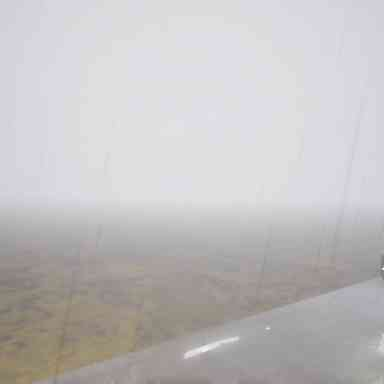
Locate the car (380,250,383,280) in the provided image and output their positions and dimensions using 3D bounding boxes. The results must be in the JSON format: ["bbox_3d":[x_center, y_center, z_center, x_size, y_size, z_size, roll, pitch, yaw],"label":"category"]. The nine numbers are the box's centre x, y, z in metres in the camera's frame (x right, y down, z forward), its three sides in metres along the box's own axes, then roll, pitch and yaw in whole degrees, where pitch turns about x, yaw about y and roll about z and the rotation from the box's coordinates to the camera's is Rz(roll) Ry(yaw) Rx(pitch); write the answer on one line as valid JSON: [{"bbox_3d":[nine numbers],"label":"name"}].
[{"bbox_3d":[6.720,1.229,7.872,5.566,2.045,2.150,0,0,-36],"label":"car"}]
